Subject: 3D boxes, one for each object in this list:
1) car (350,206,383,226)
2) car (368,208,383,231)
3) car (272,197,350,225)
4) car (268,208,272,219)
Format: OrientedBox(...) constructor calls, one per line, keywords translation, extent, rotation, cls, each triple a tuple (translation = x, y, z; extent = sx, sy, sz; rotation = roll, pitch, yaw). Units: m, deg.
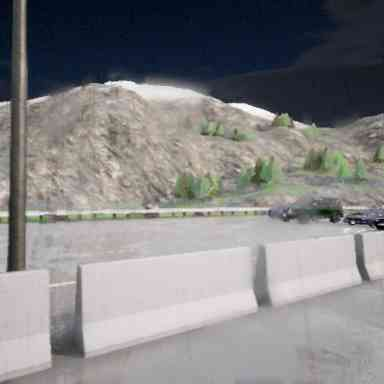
OrientedBox(translation=(13.409, 1.754, 24.021), extent=(5.357, 1.411, 2.033), rotation=(1, 0, -27), cls="car")
OrientedBox(translation=(13.117, 1.793, 19.927), extent=(4.718, 1.301, 1.895), rotation=(1, 0, -27), cls="car")
OrientedBox(translation=(9.259, 1.392, 25.786), extent=(5.566, 2.045, 2.150), rotation=(1, 0, -28), cls="car")
OrientedBox(translation=(9.039, 1.654, 29.595), extent=(5.008, 1.535, 1.882), rotation=(1, 0, -27), cls="car")
